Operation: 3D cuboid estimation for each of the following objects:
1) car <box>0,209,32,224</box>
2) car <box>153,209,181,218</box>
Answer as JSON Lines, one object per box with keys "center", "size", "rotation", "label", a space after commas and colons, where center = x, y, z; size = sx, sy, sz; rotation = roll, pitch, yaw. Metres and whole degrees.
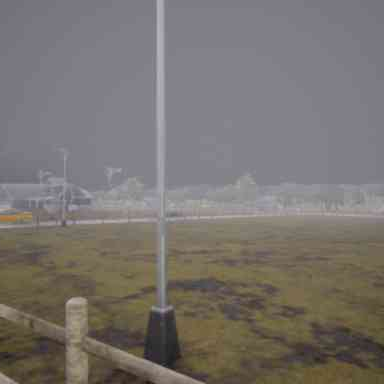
{"center": [-18.358, 2.397, 32.659], "size": [1.882, 1.535, 5.008], "rotation": [-1, -3, 35], "label": "car"}
{"center": [-3.854, 3.489, 52.972], "size": [2.033, 1.411, 5.357], "rotation": [-1, -3, 36], "label": "car"}
